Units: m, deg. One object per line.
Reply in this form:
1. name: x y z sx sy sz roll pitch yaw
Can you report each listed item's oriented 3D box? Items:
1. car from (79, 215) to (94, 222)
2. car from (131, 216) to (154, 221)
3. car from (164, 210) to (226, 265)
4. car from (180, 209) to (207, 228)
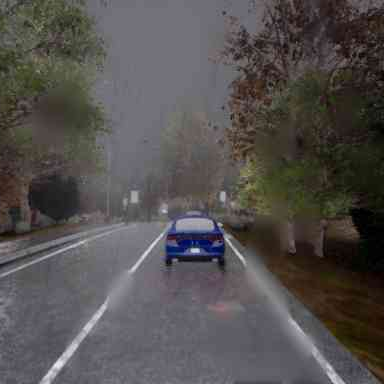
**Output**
1. car: -19.495 4.956 61.646 1.837 1.490 4.892 0 -5 -5
2. car: -11.560 6.222 77.503 5.357 1.411 2.033 2 -6 -33
3. car: 0.099 1.567 12.005 1.882 1.535 5.008 0 -1 0
4. car: 0.170 2.201 28.039 2.033 1.411 5.357 0 -3 1
